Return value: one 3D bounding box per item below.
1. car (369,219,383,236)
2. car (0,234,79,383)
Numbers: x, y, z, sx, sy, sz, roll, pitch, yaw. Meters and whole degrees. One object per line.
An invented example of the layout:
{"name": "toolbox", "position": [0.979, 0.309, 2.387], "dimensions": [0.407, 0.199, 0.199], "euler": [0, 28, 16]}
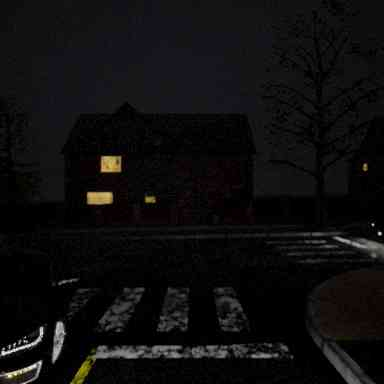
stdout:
{"name": "car", "position": [10.459, 1.279, 13.890], "dimensions": [5.357, 1.411, 2.033], "euler": [-1, 1, -1]}
{"name": "car", "position": [-2.991, 1.526, 5.427], "dimensions": [1.837, 1.490, 4.892], "euler": [4, -2, -16]}
